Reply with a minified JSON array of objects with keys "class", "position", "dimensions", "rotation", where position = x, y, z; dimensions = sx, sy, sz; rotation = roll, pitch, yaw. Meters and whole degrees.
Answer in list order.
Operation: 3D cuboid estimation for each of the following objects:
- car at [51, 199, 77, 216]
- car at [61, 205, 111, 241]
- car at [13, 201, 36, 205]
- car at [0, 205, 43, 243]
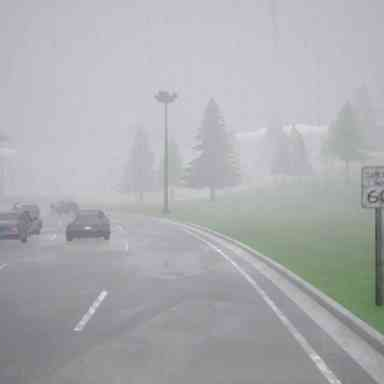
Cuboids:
[{"class":"car","position":[-12.741,1.517,33.228],"dimensions":[1.837,1.490,4.892],"rotation":[0,0,-35]},{"class":"car","position":[-5.146,1.572,16.784],"dimensions":[1.994,1.385,4.181],"rotation":[0,0,-14]},{"class":"car","position":[-15.597,1.533,31.205],"dimensions":[1.812,1.442,4.674],"rotation":[0,0,-35]},{"class":"car","position":[-8.538,1.563,15.922],"dimensions":[2.033,1.411,5.357],"rotation":[0,0,-14]}]
